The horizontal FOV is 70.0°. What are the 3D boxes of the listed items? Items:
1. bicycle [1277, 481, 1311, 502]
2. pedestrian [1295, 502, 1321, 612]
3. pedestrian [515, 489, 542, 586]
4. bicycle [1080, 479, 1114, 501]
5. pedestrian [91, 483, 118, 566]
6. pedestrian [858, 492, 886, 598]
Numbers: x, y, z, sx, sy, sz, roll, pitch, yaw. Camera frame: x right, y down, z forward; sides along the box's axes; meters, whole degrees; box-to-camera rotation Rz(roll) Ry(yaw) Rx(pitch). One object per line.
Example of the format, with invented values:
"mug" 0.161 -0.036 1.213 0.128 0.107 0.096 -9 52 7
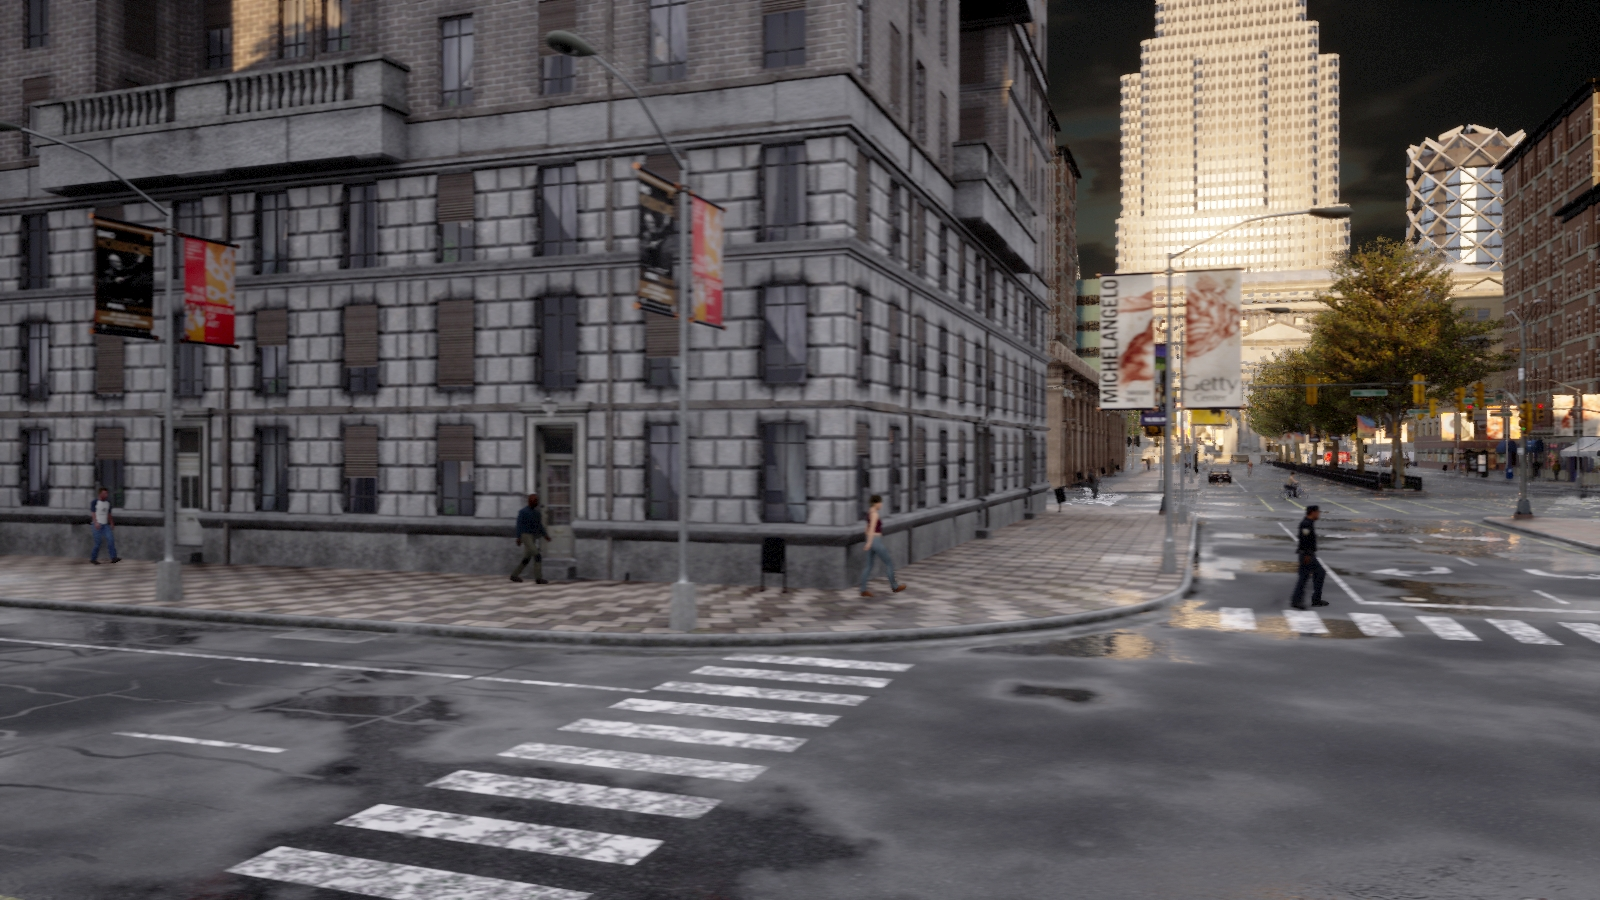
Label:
"bicycle" 26.946 2.256 62.307 1.487 1.080 0.859 0 0 3
"pedestrian" 8.802 1.849 19.797 0.375 1.860 0.375 0 0 19
"pedestrian" -5.320 1.696 22.378 0.375 1.860 0.375 0 0 22
"bicycle" 16.466 2.210 63.386 1.835 1.171 0.329 0 0 12
"pedestrian" -15.944 1.695 26.207 0.375 1.860 0.375 0 0 20
"pedestrian" 1.288 1.696 20.472 0.375 1.860 0.375 0 0 -19
